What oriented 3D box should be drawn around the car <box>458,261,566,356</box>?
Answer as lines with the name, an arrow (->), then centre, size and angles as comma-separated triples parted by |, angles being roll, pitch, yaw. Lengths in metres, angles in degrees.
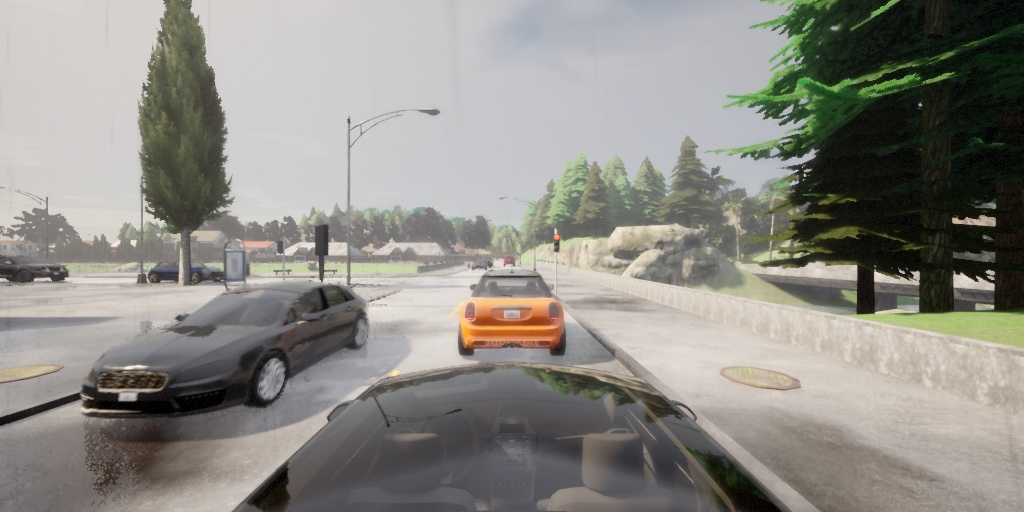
car -> -0.003, 1.102, 8.792 | 2.097, 1.767, 4.553 | 0, 0, 0

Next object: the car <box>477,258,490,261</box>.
car -> -4.549, 1.314, 51.197 | 1.994, 1.385, 4.181 | 0, 0, 0

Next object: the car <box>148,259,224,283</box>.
car -> -24.336, 1.102, 26.971 | 4.553, 1.767, 2.097 | 0, 0, -1

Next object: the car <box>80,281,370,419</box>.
car -> -4.119, 1.255, 6.263 | 1.837, 1.490, 4.892 | 0, 0, 0

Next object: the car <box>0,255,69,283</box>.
car -> -36.949, 0.973, 26.850 | 5.566, 2.045, 2.150 | 0, 0, -1

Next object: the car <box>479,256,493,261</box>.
car -> -4.622, 0.971, 60.793 | 2.150, 2.045, 5.566 | 0, 0, 0
